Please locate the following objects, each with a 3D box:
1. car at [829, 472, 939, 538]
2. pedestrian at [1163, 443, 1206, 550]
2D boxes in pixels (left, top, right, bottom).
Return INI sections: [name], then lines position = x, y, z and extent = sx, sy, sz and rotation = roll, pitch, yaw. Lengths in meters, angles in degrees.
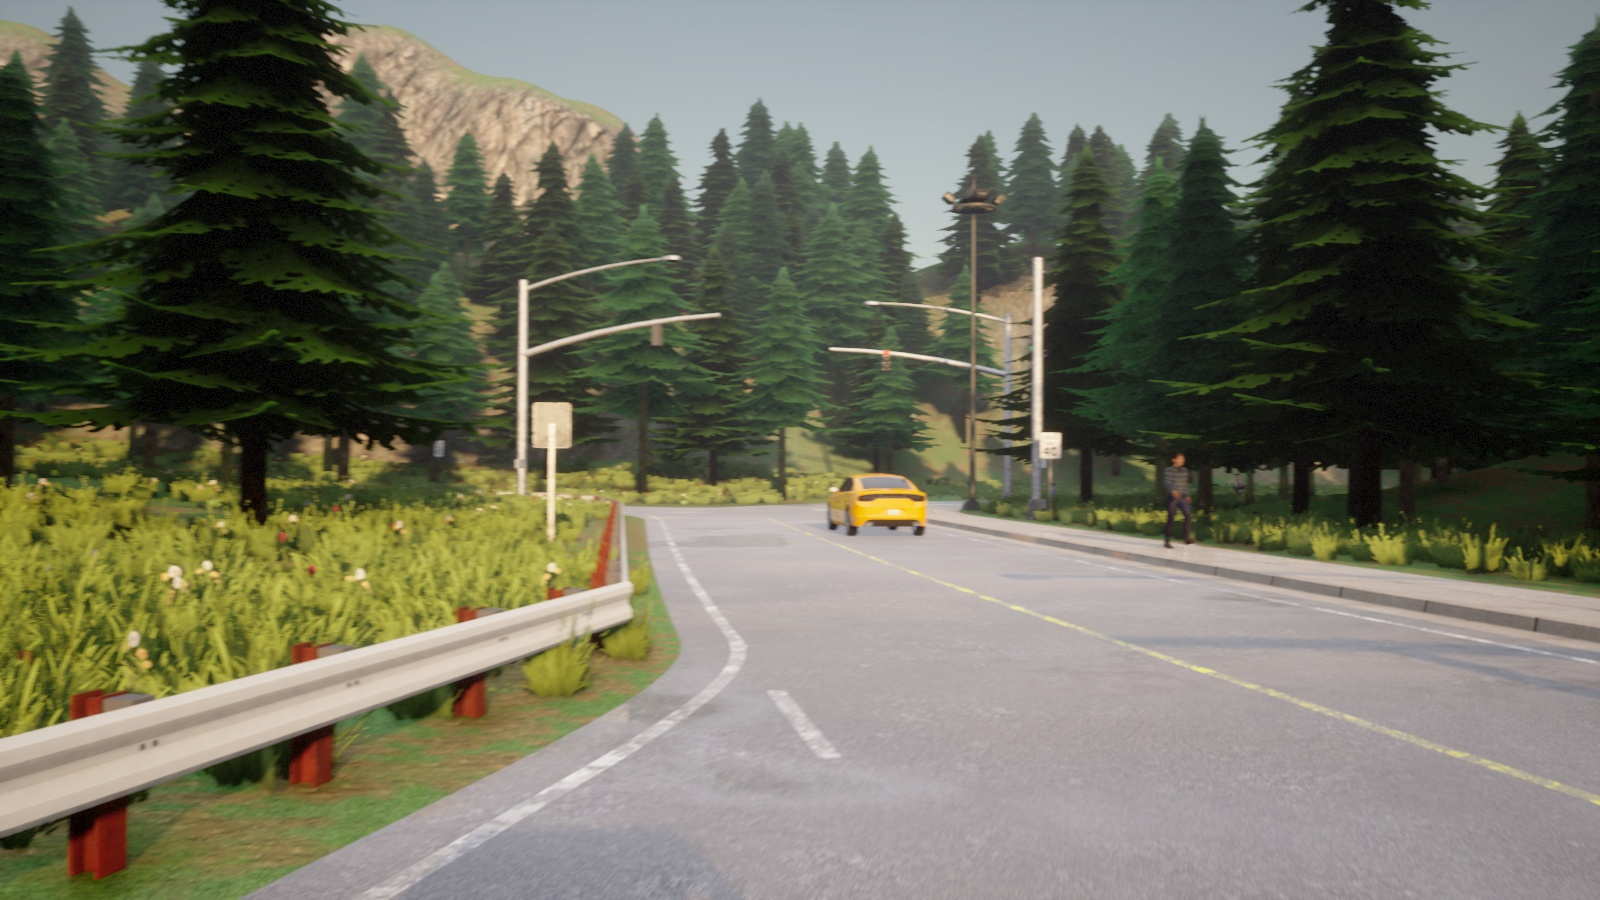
[car]
position = 2.030, 1.328, 32.058
extent = 1.882, 1.535, 5.008
rotation = 0, -1, -7
[pedestrian]
position = 7.132, 0.856, 23.323
extent = 0.423, 1.949, 0.788
rotation = 0, -1, -11
